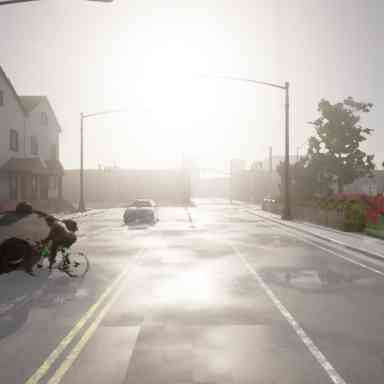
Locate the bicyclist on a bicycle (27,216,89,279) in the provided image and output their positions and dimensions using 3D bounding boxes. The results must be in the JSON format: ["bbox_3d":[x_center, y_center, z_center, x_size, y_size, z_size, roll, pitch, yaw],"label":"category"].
[{"bbox_3d":[-3.491,1.446,8.617,1.656,1.620,0.582,-2,-1,3],"label":"bicyclist on a bicycle"}]

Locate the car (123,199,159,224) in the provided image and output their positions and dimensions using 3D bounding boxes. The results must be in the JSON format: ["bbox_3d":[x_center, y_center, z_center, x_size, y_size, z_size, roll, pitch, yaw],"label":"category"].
[{"bbox_3d":[-3.653,1.352,24.430,2.097,1.767,4.553,0,0,0],"label":"car"}]

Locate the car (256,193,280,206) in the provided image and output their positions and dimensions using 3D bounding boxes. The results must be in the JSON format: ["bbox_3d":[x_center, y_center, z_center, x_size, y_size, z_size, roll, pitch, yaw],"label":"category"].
[{"bbox_3d":[12.986,1.222,52.946,5.566,2.045,2.150,0,0,-4],"label":"car"}]
